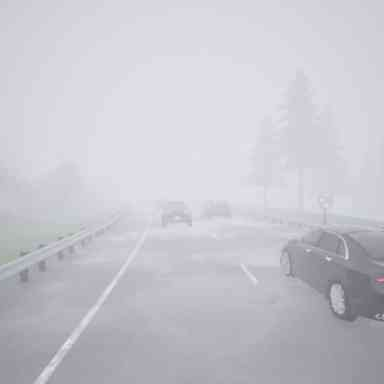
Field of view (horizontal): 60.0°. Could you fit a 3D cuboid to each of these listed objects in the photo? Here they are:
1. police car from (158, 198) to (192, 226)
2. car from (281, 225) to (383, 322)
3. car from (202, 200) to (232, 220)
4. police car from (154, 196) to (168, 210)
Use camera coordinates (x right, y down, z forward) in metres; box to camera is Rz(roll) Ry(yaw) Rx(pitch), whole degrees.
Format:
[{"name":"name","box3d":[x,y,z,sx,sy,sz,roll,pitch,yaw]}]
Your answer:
[{"name":"police car","box3d":[-1.140,1.454,23.000,2.038,1.542,4.974,0,0,-5]},{"name":"car","box3d":[3.403,1.483,7.220,1.837,1.490,4.892,0,0,-2]},{"name":"car","box3d":[1.939,1.427,27.218,2.128,1.511,4.902,0,0,-6]},{"name":"police car","box3d":[-3.587,1.338,41.207,1.930,1.638,5.238,0,0,-9]}]
